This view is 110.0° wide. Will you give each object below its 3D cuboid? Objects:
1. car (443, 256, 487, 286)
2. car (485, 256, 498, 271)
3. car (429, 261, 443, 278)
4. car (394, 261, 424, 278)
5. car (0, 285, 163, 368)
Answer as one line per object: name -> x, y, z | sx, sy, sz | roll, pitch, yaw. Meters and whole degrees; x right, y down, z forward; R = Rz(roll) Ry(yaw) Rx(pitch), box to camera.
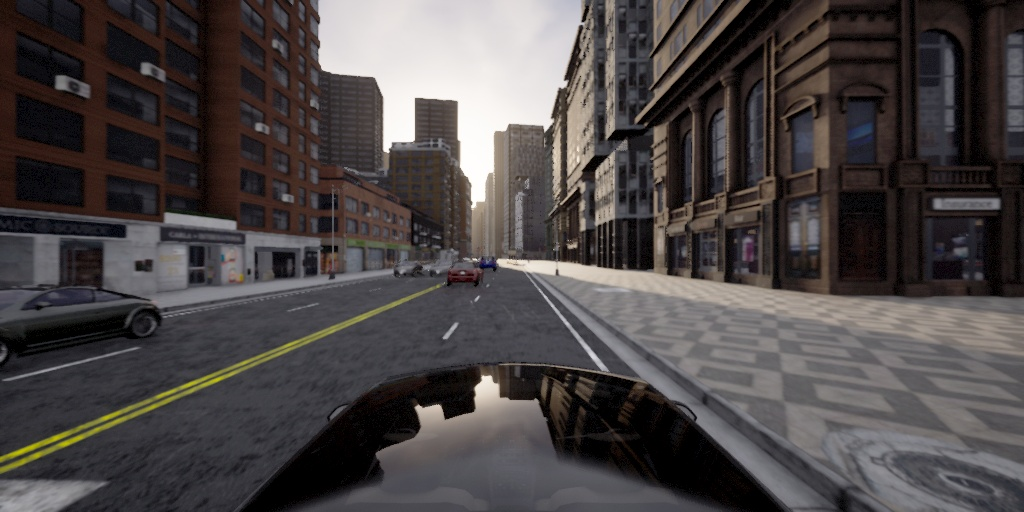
car -> -3.154, 1.102, 25.011 | 2.097, 1.767, 4.553 | 0, 0, 0
car -> -3.159, 0.980, 48.784 | 2.150, 2.045, 5.566 | 0, 0, 0
car -> -6.596, 1.245, 34.462 | 2.128, 1.511, 4.902 | 0, 0, 0
car -> -9.846, 1.245, 34.438 | 2.128, 1.511, 4.902 | 0, 0, 0
car -> -9.814, 1.314, 7.268 | 1.994, 1.385, 4.181 | 0, 0, 1
